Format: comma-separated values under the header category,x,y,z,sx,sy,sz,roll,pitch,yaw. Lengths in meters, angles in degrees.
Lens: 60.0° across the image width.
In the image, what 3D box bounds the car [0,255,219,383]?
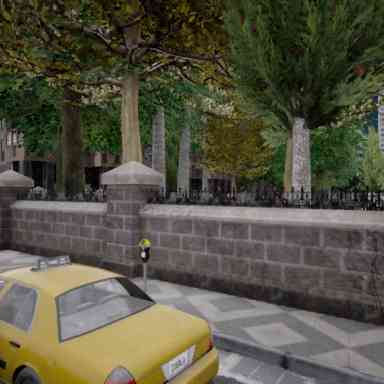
category,x,y,z,sx,sy,sz,roll,pitch,yaw
car,-1.997,1.525,4.383,4.829,1.417,1.752,0,0,35
